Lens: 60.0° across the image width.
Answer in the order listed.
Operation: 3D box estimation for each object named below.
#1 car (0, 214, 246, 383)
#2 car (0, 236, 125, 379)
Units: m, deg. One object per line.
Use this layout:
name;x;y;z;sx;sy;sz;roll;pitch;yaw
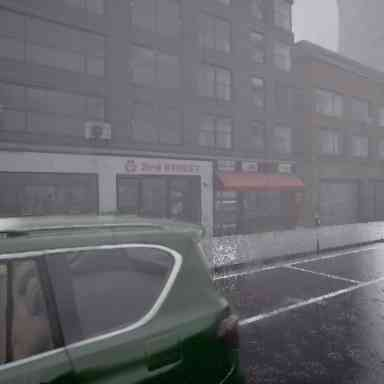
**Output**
car;-2.183;1.222;1.822;5.566;2.045;2.150;0;0;-35
car;-3.456;1.525;4.197;4.829;1.417;1.752;0;-1;-35
